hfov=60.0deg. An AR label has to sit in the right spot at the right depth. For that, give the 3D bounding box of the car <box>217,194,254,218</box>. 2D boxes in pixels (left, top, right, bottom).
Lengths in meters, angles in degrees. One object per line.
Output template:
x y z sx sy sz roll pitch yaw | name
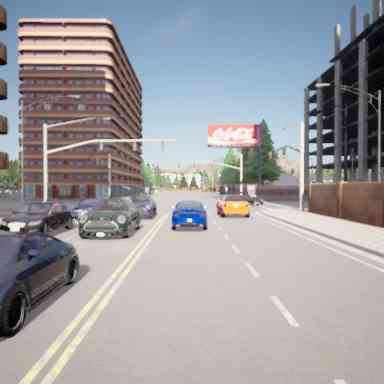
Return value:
3.152 0.989 26.061 2.097 1.767 4.553 0 1 -1 | car

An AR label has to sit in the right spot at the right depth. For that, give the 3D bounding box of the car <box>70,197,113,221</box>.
-7.332 1.180 24.750 1.812 1.442 4.674 0 1 -1 | car

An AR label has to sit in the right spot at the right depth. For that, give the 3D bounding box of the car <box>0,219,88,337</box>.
-3.670 1.473 6.292 1.994 1.385 4.181 0 1 0 | car

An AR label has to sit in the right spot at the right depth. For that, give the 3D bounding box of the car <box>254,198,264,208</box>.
5.683 0.967 37.764 4.902 1.511 2.128 0 1 0 | car

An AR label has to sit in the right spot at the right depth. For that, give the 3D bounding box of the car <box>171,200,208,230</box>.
-0.151 1.213 18.935 1.882 1.535 5.008 0 1 -1 | car

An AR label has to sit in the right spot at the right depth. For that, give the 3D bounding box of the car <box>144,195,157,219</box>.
-3.832 1.004 24.825 2.097 1.767 4.553 0 1 -1 | car

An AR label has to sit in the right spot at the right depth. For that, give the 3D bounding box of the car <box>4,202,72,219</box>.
-7.290 1.264 16.164 2.128 1.511 4.902 0 1 0 | car

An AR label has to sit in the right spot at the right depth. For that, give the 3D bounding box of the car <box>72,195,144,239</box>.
-3.788 1.127 15.919 2.097 1.767 4.553 0 1 -1 | car
